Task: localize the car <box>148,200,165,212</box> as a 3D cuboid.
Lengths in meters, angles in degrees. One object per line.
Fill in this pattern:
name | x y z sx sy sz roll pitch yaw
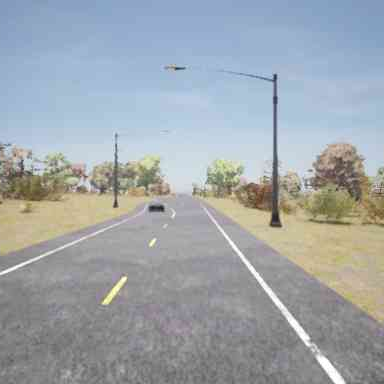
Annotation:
car | -4.054 1.623 38.660 1.895 1.301 4.718 0 0 -5
